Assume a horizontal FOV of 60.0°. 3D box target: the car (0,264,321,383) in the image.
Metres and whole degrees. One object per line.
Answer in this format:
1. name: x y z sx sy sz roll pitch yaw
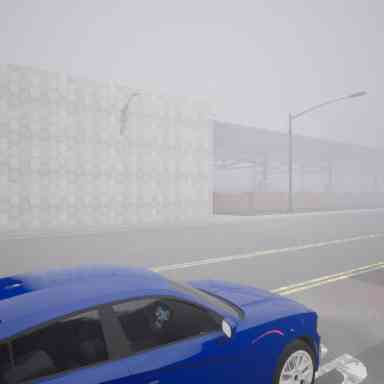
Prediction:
1. car: -0.776 1.478 3.196 5.008 1.535 1.882 0 0 -36
